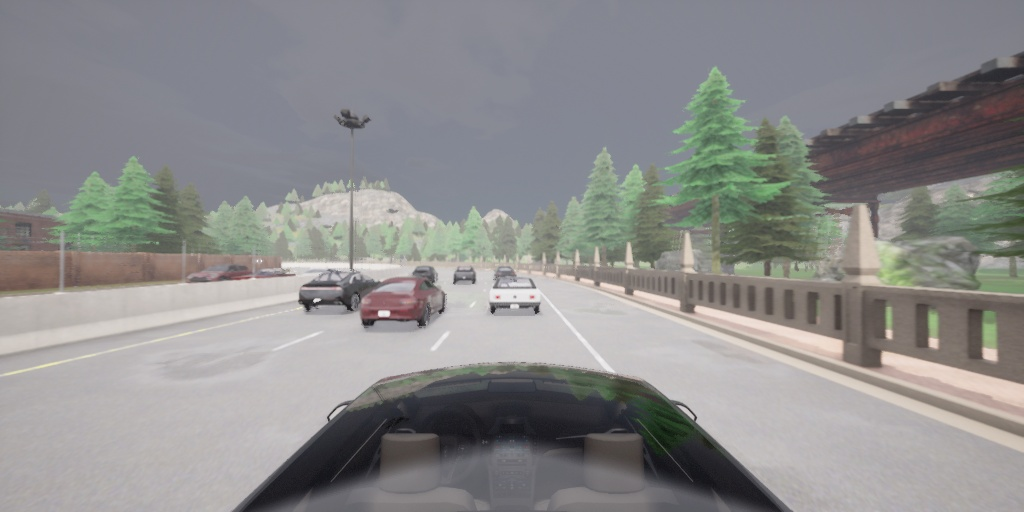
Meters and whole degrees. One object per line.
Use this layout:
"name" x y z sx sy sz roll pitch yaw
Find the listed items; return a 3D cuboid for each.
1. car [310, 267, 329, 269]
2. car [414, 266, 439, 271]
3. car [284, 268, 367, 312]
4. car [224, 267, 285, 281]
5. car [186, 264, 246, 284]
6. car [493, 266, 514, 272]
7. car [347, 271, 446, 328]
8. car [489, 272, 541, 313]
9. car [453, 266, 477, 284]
"car" -14.413 1.573 26.849 1.812 1.442 4.674 0 -1 -4
"car" -7.643 1.607 31.573 1.837 1.490 4.892 0 -1 -6
"car" -6.896 1.400 15.107 2.128 1.511 4.902 0 -1 0
"car" -17.777 1.636 25.766 1.895 1.301 4.718 0 -1 -3
"car" -21.424 1.397 26.519 2.097 1.767 4.553 0 -1 -4
"car" -0.720 1.639 32.537 1.812 1.442 4.674 0 -1 -6
"car" -3.409 1.395 11.839 1.812 1.442 4.674 0 -1 0
"car" 0.104 1.505 14.796 1.895 1.301 4.718 0 -1 0
"car" -4.116 1.592 31.468 2.128 1.511 4.902 0 -1 -6
